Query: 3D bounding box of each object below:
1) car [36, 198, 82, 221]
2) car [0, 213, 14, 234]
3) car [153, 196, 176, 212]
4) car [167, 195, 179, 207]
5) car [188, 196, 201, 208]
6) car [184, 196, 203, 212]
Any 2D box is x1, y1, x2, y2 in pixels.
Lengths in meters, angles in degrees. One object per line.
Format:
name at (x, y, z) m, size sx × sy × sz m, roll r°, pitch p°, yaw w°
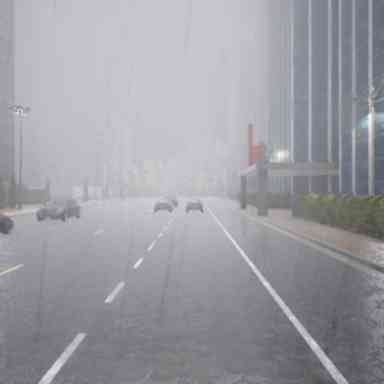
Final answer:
car at (-10.390, 1.301, 26.255) m, size 2.097 × 1.767 × 4.553 m, roll 0°, pitch 0°, yaw 0°
car at (-10.485, 1.531, 16.048) m, size 1.994 × 1.385 × 4.181 m, roll 0°, pitch 0°, yaw 0°
car at (-3.105, 1.456, 36.976) m, size 1.812 × 1.442 × 4.674 m, roll 0°, pitch 0°, yaw 1°
car at (-3.101, 1.260, 48.512) m, size 2.097 × 1.767 × 4.553 m, roll 0°, pitch 0°, yaw 1°
car at (0.393, 1.388, 48.414) m, size 1.882 × 1.535 × 5.008 m, roll 0°, pitch 0°, yaw 1°
car at (0.284, 1.457, 36.840) m, size 1.812 × 1.442 × 4.674 m, roll 0°, pitch 0°, yaw 0°
